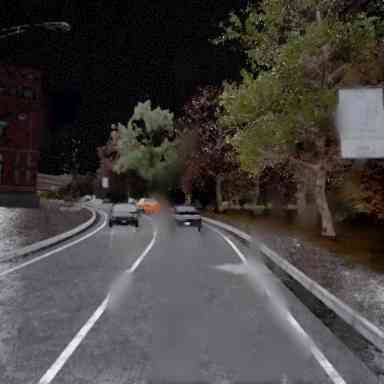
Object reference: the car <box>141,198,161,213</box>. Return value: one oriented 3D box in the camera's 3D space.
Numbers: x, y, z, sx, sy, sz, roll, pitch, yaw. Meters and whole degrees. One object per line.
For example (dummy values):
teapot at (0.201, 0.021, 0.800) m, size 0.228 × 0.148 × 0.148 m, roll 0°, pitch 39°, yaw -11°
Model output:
car at (-5.104, 1.420, 37.855) m, size 2.097 × 1.767 × 4.553 m, roll 2°, pitch -1°, yaw -22°

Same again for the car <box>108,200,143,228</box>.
car at (-4.493, 1.486, 22.433) m, size 1.882 × 1.535 × 5.008 m, roll 1°, pitch 0°, yaw -10°

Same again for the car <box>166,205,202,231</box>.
car at (-0.547, 1.548, 20.902) m, size 2.128 × 1.511 × 4.902 m, roll 1°, pitch 0°, yaw -7°
